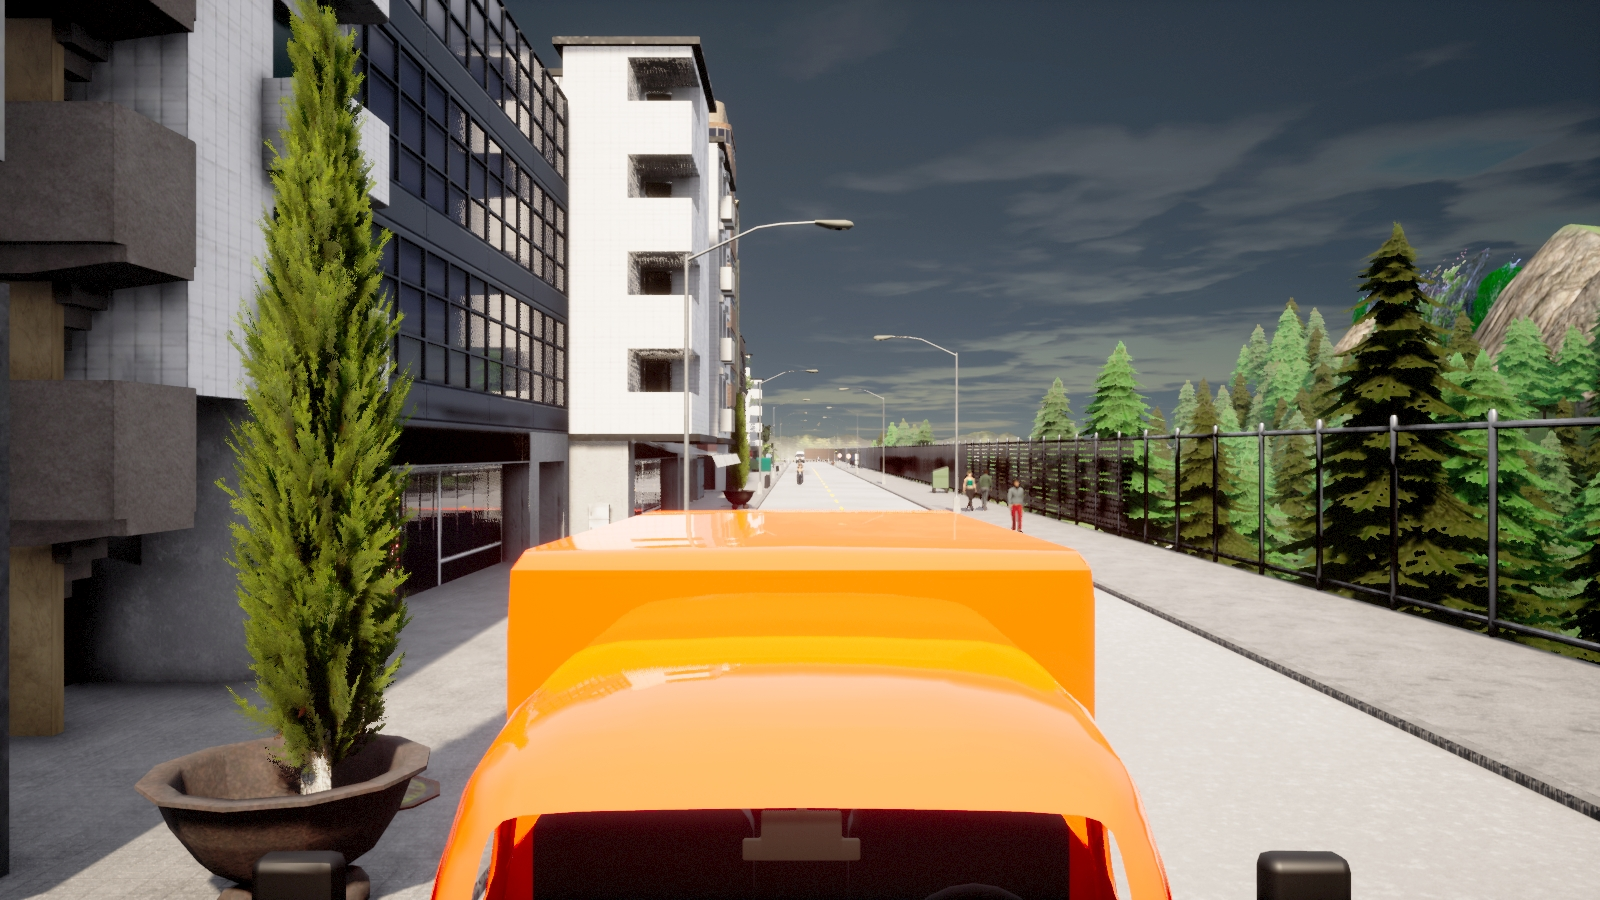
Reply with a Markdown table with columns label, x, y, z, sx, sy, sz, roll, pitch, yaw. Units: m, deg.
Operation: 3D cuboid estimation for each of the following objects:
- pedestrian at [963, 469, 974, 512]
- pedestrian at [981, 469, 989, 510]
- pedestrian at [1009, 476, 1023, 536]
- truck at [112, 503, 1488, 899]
| label | x | y | z | sx | sy | sz | roll | pitch | yaw |
| --- | --- | --- | --- | --- | --- | --- | --- | --- | --- |
| pedestrian | 7.410 | 1.765 | 50.162 | 0.375 | 1.860 | 0.375 | 0 | 0 | -8 |
| pedestrian | 8.292 | 1.765 | 51.251 | 0.375 | 1.860 | 0.375 | 0 | 0 | 8 |
| pedestrian | 6.764 | 1.759 | 35.802 | 0.375 | 1.860 | 0.375 | 0 | 0 | -2 |
| truck | 0.000 | 1.571 | 4.781 | 2.627 | 2.467 | 5.204 | 0 | 0 | 0 |
